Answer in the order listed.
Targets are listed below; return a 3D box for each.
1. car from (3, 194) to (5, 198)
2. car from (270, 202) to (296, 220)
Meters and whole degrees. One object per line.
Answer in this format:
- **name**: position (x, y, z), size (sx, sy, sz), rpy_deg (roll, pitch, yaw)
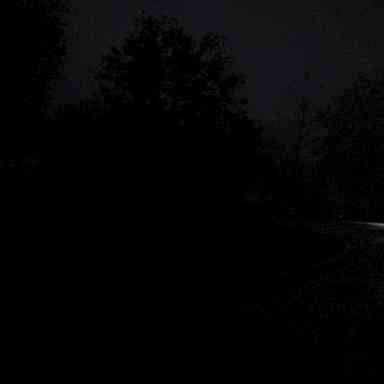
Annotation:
- **car**: position (-22.154, 1.243, 37.803), size (2.435, 2.045, 5.566), rpy_deg (0, 0, -36)
- **car**: position (6.626, 1.584, 29.048), size (1.882, 1.535, 5.008), rpy_deg (1, -1, -35)
